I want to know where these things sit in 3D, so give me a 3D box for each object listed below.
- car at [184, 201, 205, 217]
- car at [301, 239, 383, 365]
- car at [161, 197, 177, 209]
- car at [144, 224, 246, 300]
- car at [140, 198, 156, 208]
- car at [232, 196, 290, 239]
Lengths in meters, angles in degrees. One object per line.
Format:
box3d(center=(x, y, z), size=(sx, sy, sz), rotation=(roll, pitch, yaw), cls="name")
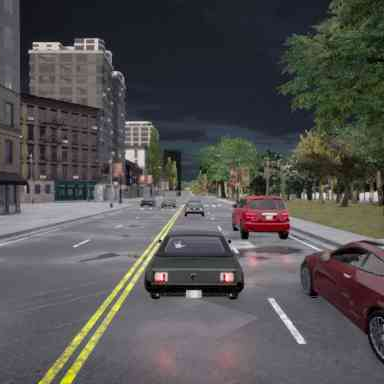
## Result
box3d(center=(0.218, 1.531, 31.427), size=(2.033, 1.411, 5.357), rotation=(0, 0, 0), cls="car")
box3d(center=(3.366, 1.524, 5.624), size=(1.812, 1.442, 4.674), rotation=(0, 0, 0), cls="car")
box3d(center=(-3.142, 1.478, 45.474), size=(1.837, 1.490, 4.892), rotation=(0, -1, 1), cls="car")
box3d(center=(0.073, 1.598, 8.374), size=(1.895, 1.301, 4.718), rotation=(0, 0, 1), cls="car")
box3d(center=(-6.355, 1.516, 48.622), size=(2.033, 1.411, 5.357), rotation=(0, 0, 1), cls="car")
box3d(center=(3.406, 1.214, 17.269), size=(2.150, 2.045, 5.566), rotation=(0, 0, 0), cls="car")
